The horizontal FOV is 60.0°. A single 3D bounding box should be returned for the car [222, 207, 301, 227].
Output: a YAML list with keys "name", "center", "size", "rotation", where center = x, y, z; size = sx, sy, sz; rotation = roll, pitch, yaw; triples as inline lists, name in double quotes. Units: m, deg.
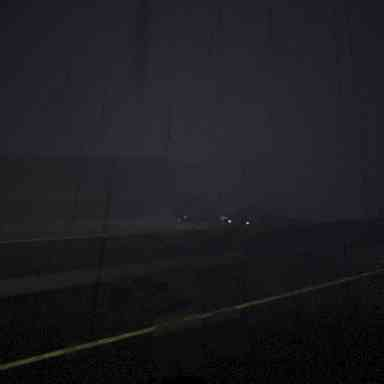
- name: "car"
  center: [4.356, 1.812, 19.998]
  size: [4.718, 1.301, 1.895]
  rotation: [1, -1, -36]

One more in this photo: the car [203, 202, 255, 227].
- name: "car"
  center: [3.542, 1.710, 23.722]
  size: [5.008, 1.535, 1.882]
  rotation: [1, 0, -36]

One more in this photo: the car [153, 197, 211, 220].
- name: "car"
  center: [-0.642, 1.454, 29.331]
  size: [5.566, 2.045, 2.150]
  rotation: [1, -1, -36]

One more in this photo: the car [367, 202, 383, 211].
- name: "car"
  center: [31.114, 2.350, 55.998]
  size: [2.033, 1.411, 5.357]
  rotation: [0, -1, 42]

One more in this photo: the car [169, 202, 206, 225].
- name: "car"
  center: [1.182, 1.775, 26.325]
  size: [5.357, 1.411, 2.033]
  rotation: [1, -1, -36]
